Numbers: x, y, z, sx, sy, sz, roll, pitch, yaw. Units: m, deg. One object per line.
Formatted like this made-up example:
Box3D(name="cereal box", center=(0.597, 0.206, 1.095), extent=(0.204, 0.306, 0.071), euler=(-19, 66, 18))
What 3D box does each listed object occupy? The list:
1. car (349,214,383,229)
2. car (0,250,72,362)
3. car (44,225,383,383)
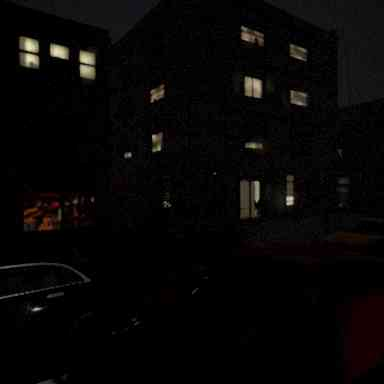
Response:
Box3D(name="car", center=(5.938, 1.418, 10.815), extent=(4.829, 1.417, 1.752), euler=(-1, 0, -36))
Box3D(name="car", center=(-2.908, 1.549, 4.488), extent=(4.403, 1.369, 2.008), euler=(-1, 0, -36))
Box3D(name="car", center=(1.081, 1.446, 4.154), extent=(5.008, 1.535, 1.882), euler=(-1, 0, -36))
